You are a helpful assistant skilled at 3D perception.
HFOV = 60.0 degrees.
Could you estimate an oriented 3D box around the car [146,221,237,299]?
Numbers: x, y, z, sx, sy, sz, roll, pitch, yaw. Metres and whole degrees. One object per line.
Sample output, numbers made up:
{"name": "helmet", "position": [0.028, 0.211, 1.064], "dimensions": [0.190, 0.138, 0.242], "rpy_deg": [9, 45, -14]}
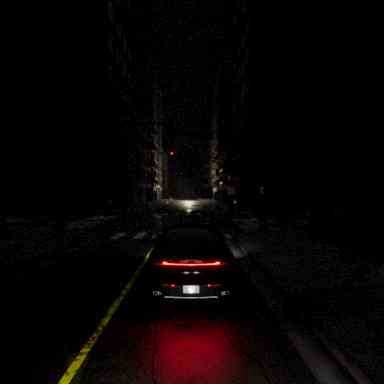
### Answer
{"name": "car", "position": [-0.017, 1.507, 8.412], "dimensions": [1.837, 1.490, 4.892], "rpy_deg": [0, 0, 0]}
